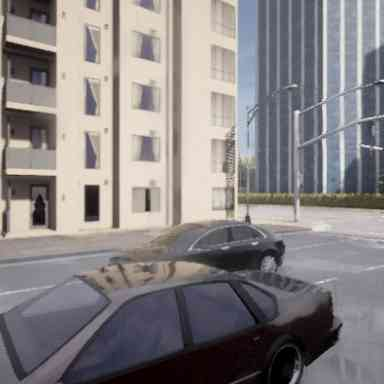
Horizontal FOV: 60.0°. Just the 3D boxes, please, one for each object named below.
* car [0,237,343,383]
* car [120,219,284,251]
[{"bbox_3d":[-0.586,1.549,3.550,5.357,1.411,2.033,0,0,-35],"label":"car"},{"bbox_3d":[0.319,1.509,8.475,4.892,1.490,1.837,0,0,-35],"label":"car"}]
